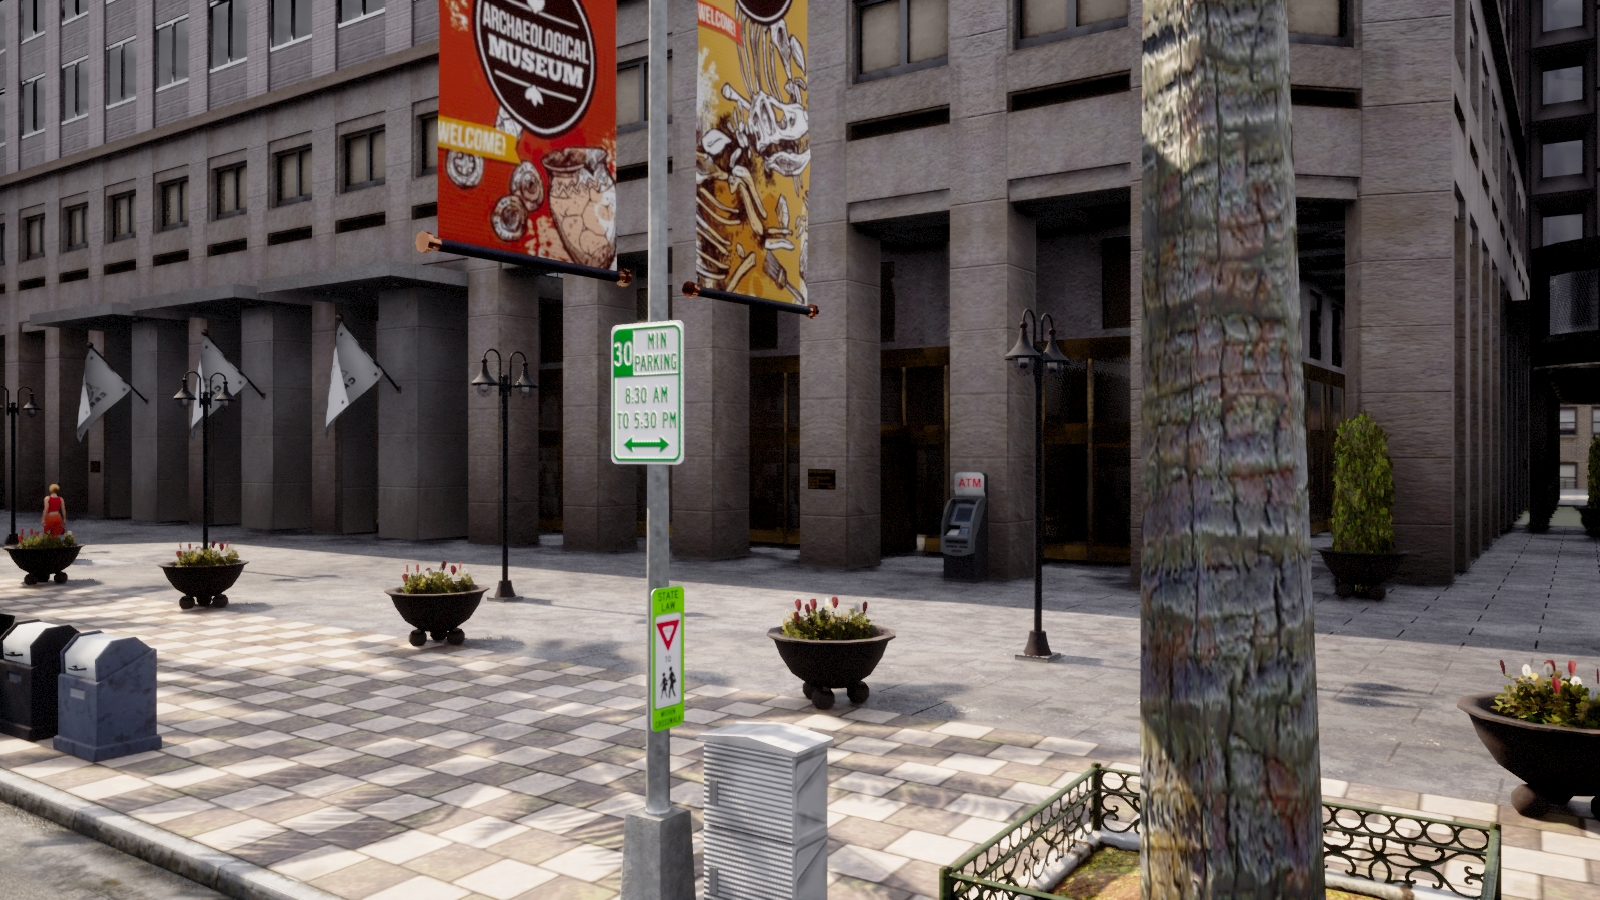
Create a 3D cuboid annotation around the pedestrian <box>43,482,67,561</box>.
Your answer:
[{"bbox_3d":[-17.902,1.704,27.445,0.375,1.860,0.375,0,0,38],"label":"pedestrian"}]
